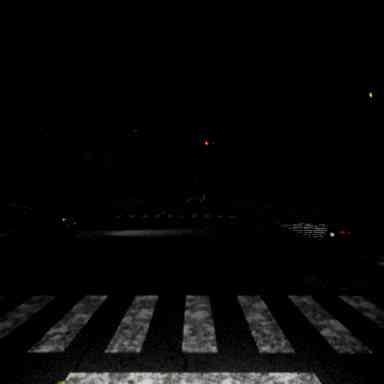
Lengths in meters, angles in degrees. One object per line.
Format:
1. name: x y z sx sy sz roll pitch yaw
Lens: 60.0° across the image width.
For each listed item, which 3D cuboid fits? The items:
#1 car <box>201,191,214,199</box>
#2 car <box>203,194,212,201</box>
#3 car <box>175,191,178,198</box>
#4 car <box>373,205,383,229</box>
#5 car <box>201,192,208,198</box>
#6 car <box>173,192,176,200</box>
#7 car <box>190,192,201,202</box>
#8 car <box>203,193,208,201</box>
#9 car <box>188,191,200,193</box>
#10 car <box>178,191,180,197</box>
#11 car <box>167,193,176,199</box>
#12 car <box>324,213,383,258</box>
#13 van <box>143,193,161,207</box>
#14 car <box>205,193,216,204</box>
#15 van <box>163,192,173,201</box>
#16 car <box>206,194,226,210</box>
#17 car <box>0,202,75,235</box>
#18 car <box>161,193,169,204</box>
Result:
1. car: 3.158 0.982 55.415 2.192 1.841 5.009 0 0 1
2. car: 3.326 1.095 72.125 1.752 1.417 4.829 0 0 1
3. car: -5.144 0.854 77.547 2.192 1.841 5.009 0 0 1
4. car: 14.977 1.677 22.057 4.892 1.490 1.837 1 0 0
5. car: 3.548 0.884 94.005 1.967 1.590 4.097 0 0 1
6. car: -5.200 1.115 72.036 1.887 1.381 4.507 0 0 1
7. car: 0.577 1.222 63.330 1.895 1.301 4.718 0 0 1
8. car: 3.102 1.250 49.904 2.008 1.369 4.403 0 0 1
9. car: 0.607 1.097 76.547 1.994 1.385 4.181 0 0 1
10. car: -5.033 0.790 88.571 2.192 1.841 5.009 0 0 1
11. car: -5.089 1.052 83.060 1.887 1.381 4.507 0 0 1
12. car: 7.110 1.596 12.136 4.181 1.385 1.994 2 0 0
13. van: -5.478 1.073 44.474 1.690 1.788 3.998 0 0 1
14. car: 3.048 1.256 44.561 1.752 1.417 4.829 0 0 1
15. van: -5.255 0.944 66.522 1.690 1.788 3.998 0 0 1
16. car: 2.991 1.315 38.878 2.008 1.369 4.403 0 0 1
17. car: -8.377 1.273 16.371 4.902 1.511 2.128 1 1 -13
18. car: -5.367 1.233 55.499 1.947 1.339 4.313 0 0 1
